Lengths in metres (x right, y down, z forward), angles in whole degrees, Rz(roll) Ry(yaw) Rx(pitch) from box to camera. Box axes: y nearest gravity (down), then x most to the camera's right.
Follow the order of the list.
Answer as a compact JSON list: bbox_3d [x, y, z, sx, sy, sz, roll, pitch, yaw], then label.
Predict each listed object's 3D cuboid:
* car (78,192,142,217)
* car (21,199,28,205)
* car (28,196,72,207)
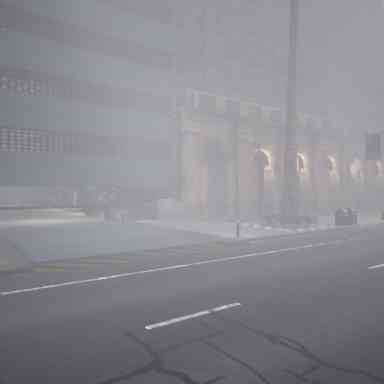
[{"bbox_3d":[-7.097,1.029,29.324,5.566,2.045,2.435,0,0,-36],"label":"car"},{"bbox_3d":[-24.934,1.413,53.572,4.786,1.482,2.161,0,0,-36],"label":"car"},{"bbox_3d":[-18.528,1.463,43.891,4.718,1.301,1.895,0,0,-36],"label":"car"}]
